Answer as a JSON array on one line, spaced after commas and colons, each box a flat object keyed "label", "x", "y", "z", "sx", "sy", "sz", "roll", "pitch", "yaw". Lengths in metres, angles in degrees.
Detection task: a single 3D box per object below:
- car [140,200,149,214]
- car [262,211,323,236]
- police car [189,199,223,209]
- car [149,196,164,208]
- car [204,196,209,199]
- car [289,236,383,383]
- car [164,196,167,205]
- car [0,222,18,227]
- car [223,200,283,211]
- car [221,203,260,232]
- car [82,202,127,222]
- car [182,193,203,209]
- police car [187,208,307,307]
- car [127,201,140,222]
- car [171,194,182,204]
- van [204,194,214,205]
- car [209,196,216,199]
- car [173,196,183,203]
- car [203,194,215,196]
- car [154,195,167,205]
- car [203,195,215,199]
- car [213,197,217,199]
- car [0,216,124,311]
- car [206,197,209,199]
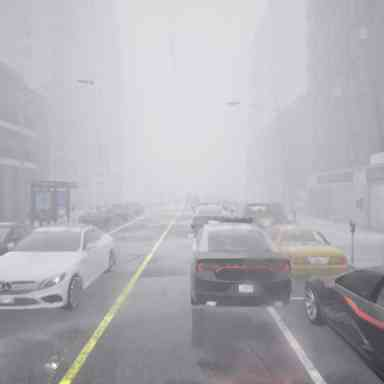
[{"label": "car", "x": -5.601, "y": 1.550, "z": 31.794, "sx": 1.947, "sy": 1.339, "sz": 4.313, "roll": 0, "pitch": 0, "yaw": 0}, {"label": "car", "x": 2.879, "y": 1.521, "z": 9.864, "sx": 1.752, "sy": 1.417, "sz": 4.829, "roll": 0, "pitch": 0, "yaw": 0}, {"label": "police car", "x": 0.938, "y": 1.417, "z": 18.188, "sx": 1.930, "sy": 1.638, "sz": 5.238, "roll": 0, "pitch": 0, "yaw": 0}, {"label": "car", "x": -5.567, "y": 1.558, "z": 48.370, "sx": 1.802, "sy": 1.307, "sz": 4.206, "roll": 0, "pitch": 0, "yaw": 0}, {"label": "car", "x": 2.948, "y": 1.529, "z": 42.836, "sx": 2.008, "sy": 1.369, "sz": 4.403, "roll": 0, "pitch": 0, "yaw": 0}, {"label": "car", "x": 2.867, "y": 1.564, "z": 4.171, "sx": 1.947, "sy": 1.339, "sz": 4.313, "roll": 0, "pitch": 0, "yaw": 0}, {"label": "car", "x": -5.555, "y": 1.539, "z": 53.895, "sx": 1.947, "sy": 1.339, "sz": 4.313, "roll": 0, "pitch": 0, "yaw": 0}, {"label": "car", "x": -5.648, "y": 1.577, "z": 9.694, "sx": 1.802, "sy": 1.307, "sz": 4.206, "roll": 0, "pitch": 0, "yaw": 0}, {"label": "car", "x": 2.890, "y": 1.308, "z": 15.218, "sx": 2.192, "sy": 1.841, "sz": 5.009, "roll": 0, "pitch": 0, "yaw": 0}, {"label": "car", "x": 2.902, "y": 1.515, "z": 20.912, "sx": 1.752, "sy": 1.417, "sz": 4.829, "roll": 0, "pitch": 0, "yaw": 0}, {"label": "car", "x": -5.624, "y": 1.535, "z": 20.744, "sx": 1.887, "sy": 1.381, "sz": 4.507, "roll": 0, "pitch": 0, "yaw": 0}, {"label": "car", "x": 0.112, "y": 1.198, "z": 46.318, "sx": 2.150, "sy": 2.045, "sz": 5.566, "roll": 0, "pitch": 0, "yaw": 0}, {"label": "police car", "x": 0.917, "y": 1.422, "z": 8.189, "sx": 1.930, "sy": 1.638, "sz": 5.238, "roll": 0, "pitch": 0, "yaw": 0}, {"label": "car", "x": -5.613, "y": 1.553, "z": 26.269, "sx": 1.947, "sy": 1.339, "sz": 4.313, "roll": 0, "pitch": 0, "yaw": 0}, {"label": "car", "x": -2.891, "y": 1.517, "z": 61.112, "sx": 2.033, "sy": 1.411, "sz": 5.357, "roll": 0, "pitch": 0, "yaw": 1}, {"label": "van", "x": 2.982, "y": 1.311, "z": 59.407, "sx": 1.690, "sy": 1.788, "sz": 3.998, "roll": 0, "pitch": 0, "yaw": 0}, {"label": "car", "x": 2.924, "y": 1.424, "z": 31.789, "sx": 1.967, "sy": 1.590, "sz": 4.097, "roll": 0, "pitch": 0, "yaw": 0}, {"label": "car", "x": -2.857, "y": 1.565, "z": 69.056, "sx": 1.895, "sy": 1.301, "sz": 4.718, "roll": 0, "pitch": 0, "yaw": 0}, {"label": "car", "x": 2.971, "y": 1.288, "z": 53.883, "sx": 2.192, "sy": 1.841, "sz": 5.009, "roll": 0, "pitch": 0, "yaw": 0}, {"label": "car", "x": -5.544, "y": 1.410, "z": 59.419, "sx": 1.967, "sy": 1.590, "sz": 4.097, "roll": 0, "pitch": 0, "yaw": 0}, {"label": "car", "x": 2.959, "y": 1.542, "z": 48.359, "sx": 1.947, "sy": 1.339, "sz": 4.313, "roll": 0, "pitch": 0, "yaw": 0}, {"label": "car", "x": 2.913, "y": 1.427, "z": 26.265, "sx": 1.967, "sy": 1.590, "sz": 4.097, "roll": 0, "pitch": 0, "yaw": 0}, {"label": "car", "x": -3.097, "y": 1.522, "z": 7.876, "sx": 1.812, "sy": 1.442, "sz": 4.674, "roll": 0, "pitch": 0, "yaw": 0}, {"label": "car", "x": 2.936, "y": 1.532, "z": 37.312, "sx": 2.008, "sy": 1.369, "sz": 4.403, "roll": 0, "pitch": 0, "yaw": 0}]
